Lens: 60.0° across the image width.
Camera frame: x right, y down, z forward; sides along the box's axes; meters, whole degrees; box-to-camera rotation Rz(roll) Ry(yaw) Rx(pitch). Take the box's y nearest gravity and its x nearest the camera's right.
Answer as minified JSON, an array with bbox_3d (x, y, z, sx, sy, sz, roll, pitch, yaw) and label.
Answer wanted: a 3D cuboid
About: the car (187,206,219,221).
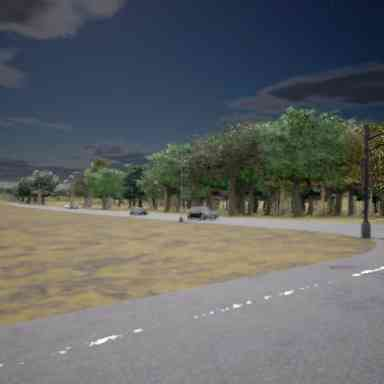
[{"bbox_3d":[1.339,2.586,41.273,2.097,1.767,4.553,1,-3,-33],"label":"car"}]

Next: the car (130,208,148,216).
[{"bbox_3d":[-9.177,3.415,57.451,1.994,1.385,4.181,1,-2,-33],"label":"car"}]
